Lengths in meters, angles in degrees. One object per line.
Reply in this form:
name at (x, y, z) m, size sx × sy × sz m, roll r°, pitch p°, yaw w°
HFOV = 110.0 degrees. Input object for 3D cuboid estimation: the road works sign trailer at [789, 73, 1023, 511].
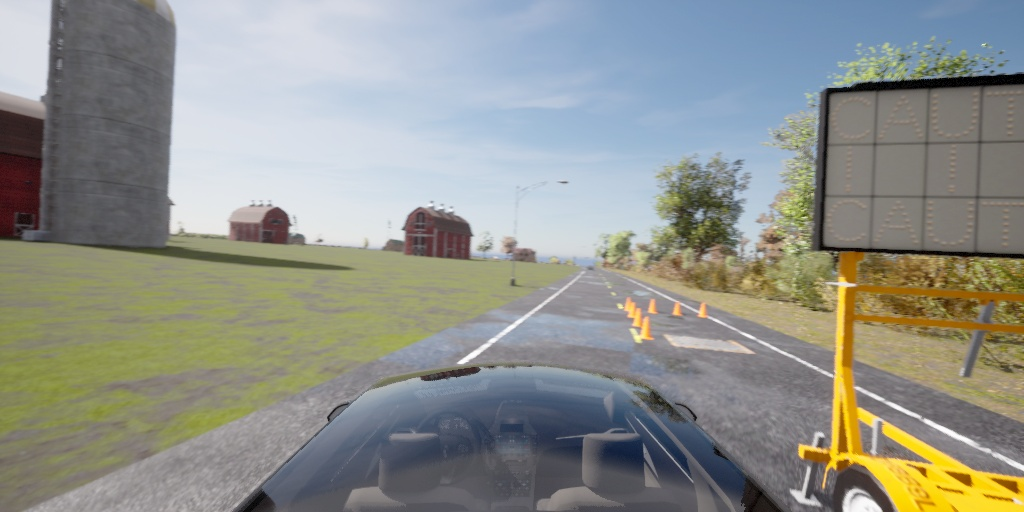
road works sign trailer at (3.549, 0.416, 2.847) m, size 2.380 × 3.560 × 2.880 m, roll 0°, pitch 0°, yaw 13°

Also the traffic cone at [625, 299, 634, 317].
traffic cone at (4.661, 2.071, 13.861) m, size 0.340 × 0.580 × 0.340 m, roll 0°, pitch 0°, yaw 14°

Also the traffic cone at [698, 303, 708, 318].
traffic cone at (8.041, 2.265, 15.100) m, size 0.340 × 0.580 × 0.340 m, roll 0°, pitch 0°, yaw 14°

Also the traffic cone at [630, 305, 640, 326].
traffic cone at (4.193, 2.028, 11.918) m, size 0.340 × 0.580 × 0.340 m, roll 0°, pitch 0°, yaw 14°

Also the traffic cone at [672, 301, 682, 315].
traffic cone at (7.071, 2.215, 15.335) m, size 0.340 × 0.580 × 0.340 m, roll 0°, pitch 0°, yaw 14°

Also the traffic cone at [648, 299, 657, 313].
traffic cone at (6.100, 2.165, 15.570) m, size 0.340 × 0.580 × 0.340 m, roll 0°, pitch 0°, yaw 14°

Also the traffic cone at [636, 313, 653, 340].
traffic cone at (3.724, 1.984, 9.974) m, size 0.340 × 0.580 × 0.340 m, roll 0°, pitch 0°, yaw 14°

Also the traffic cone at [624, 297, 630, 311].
traffic cone at (5.130, 2.115, 15.805) m, size 0.340 × 0.580 × 0.340 m, roll 0°, pitch 0°, yaw 14°
